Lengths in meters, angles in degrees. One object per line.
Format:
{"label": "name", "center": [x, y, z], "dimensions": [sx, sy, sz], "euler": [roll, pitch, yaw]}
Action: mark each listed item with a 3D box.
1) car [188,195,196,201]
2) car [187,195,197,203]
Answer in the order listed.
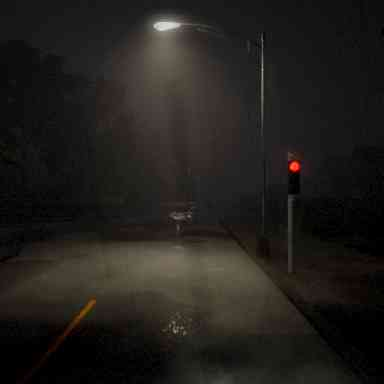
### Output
{"label": "car", "center": [-0.046, 1.386, 77.724], "dimensions": [1.895, 1.301, 4.718], "euler": [0, 0, 0]}
{"label": "car", "center": [-0.040, 1.490, 67.690], "dimensions": [1.812, 1.442, 4.674], "euler": [0, 0, 0]}
